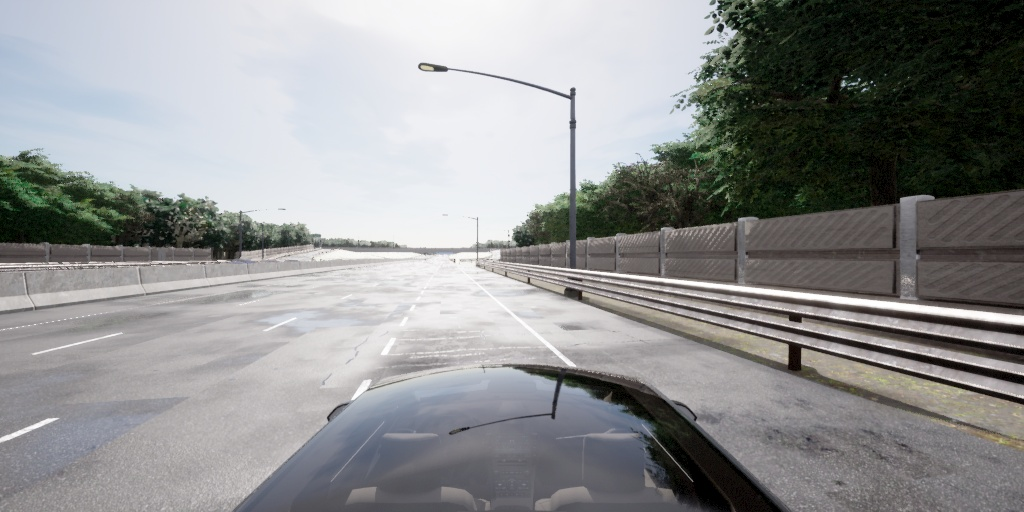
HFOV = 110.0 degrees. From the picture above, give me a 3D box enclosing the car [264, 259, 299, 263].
[{"bbox_3d":[-29.491,1.352,46.147,1.994,1.385,4.181,0,0,-10],"label":"car"}]
